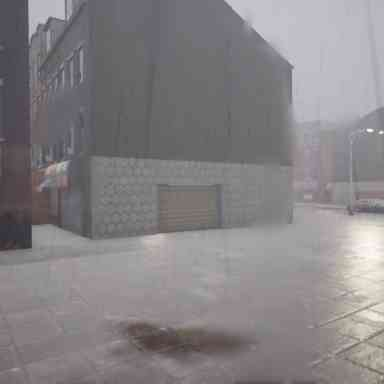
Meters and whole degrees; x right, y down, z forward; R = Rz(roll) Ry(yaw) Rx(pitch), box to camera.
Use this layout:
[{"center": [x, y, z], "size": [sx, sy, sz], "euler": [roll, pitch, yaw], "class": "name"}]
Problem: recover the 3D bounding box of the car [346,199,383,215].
[{"center": [16.328, 1.380, 29.574], "size": [2.128, 1.511, 4.902], "euler": [-1, 1, -35], "class": "car"}]
